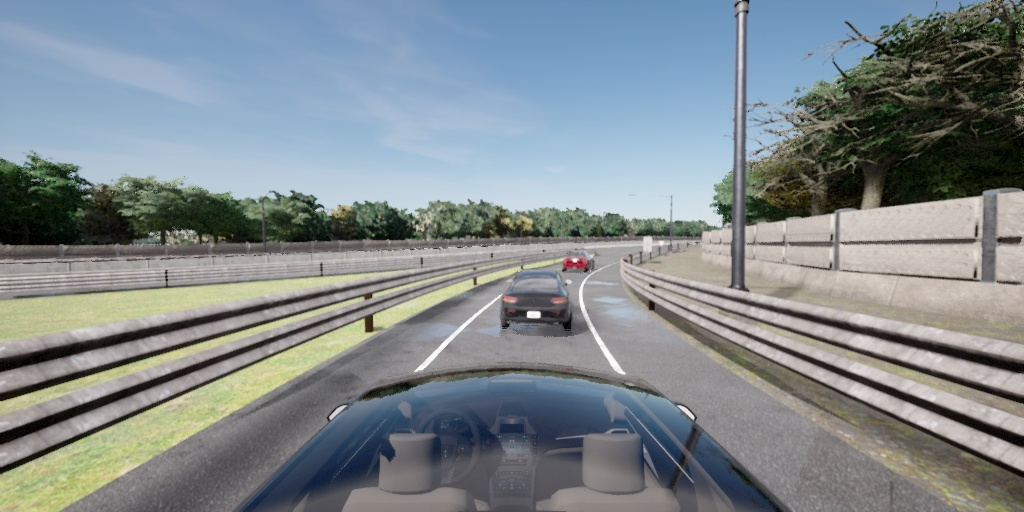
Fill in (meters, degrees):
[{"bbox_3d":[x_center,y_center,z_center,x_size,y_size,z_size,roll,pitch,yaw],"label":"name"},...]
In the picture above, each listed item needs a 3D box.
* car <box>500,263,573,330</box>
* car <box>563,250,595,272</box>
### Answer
[{"bbox_3d":[0.775,1.131,10.533,1.812,1.442,4.674,0,1,7],"label":"car"},{"bbox_3d":[5.745,0.351,30.555,2.097,1.767,4.553,1,2,20],"label":"car"}]
